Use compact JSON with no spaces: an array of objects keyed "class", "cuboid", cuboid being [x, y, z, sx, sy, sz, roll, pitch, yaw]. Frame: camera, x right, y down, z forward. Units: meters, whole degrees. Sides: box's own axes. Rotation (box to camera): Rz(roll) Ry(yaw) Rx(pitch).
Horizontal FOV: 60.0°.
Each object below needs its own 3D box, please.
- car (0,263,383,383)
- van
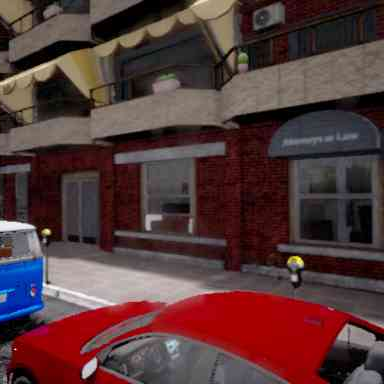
[{"class":"car","cuboid":[0.232,1.548,2.719,4.507,1.381,1.887,0,-1,35]},{"class":"van","cuboid":[-4.379,1.358,6.007,3.998,1.788,1.690,0,-1,35]}]
